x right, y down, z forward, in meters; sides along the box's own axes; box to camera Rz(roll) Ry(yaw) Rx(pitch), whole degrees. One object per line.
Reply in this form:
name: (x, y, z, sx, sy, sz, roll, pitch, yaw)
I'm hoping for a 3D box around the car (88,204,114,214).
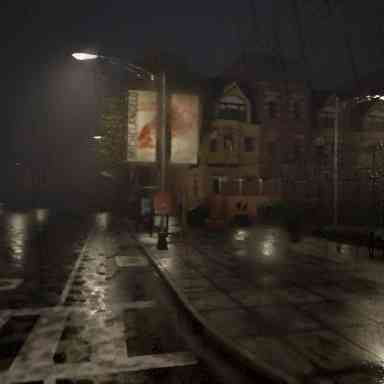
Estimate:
car: (-12.978, 2.393, 47.909, 1.895, 1.301, 4.718, 1, -1, 12)
